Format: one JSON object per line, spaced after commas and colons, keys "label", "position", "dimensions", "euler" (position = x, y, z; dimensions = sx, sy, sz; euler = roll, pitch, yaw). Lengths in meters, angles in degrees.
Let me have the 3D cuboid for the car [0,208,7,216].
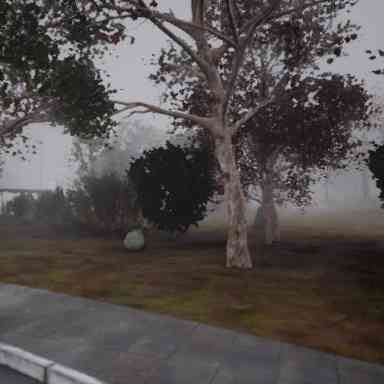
{"label": "car", "position": [-36.141, 4.246, 61.186], "dimensions": [5.566, 2.045, 2.435], "euler": [-6, -3, 0]}
